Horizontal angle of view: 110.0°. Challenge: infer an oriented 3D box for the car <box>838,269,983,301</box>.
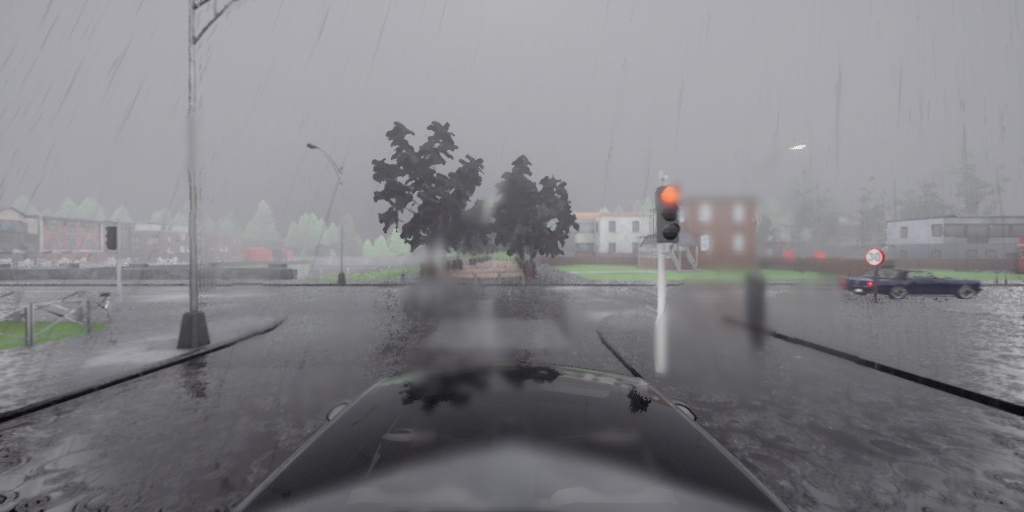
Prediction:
[{"bbox_3d":[17.769,1.250,16.100,4.718,1.301,1.895,0,0,0],"label":"car"}]
